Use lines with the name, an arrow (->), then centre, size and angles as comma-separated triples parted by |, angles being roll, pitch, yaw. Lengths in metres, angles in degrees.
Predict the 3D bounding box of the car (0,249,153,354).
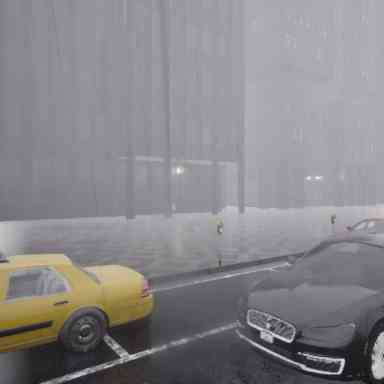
car -> -2.914, 1.525, 4.570 | 4.829, 1.417, 1.752 | 0, 0, -36

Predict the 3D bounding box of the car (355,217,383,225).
car -> 6.460, 1.548, 11.276 | 4.507, 1.381, 1.887 | 0, 0, -36

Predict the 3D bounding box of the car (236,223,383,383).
car -> 2.879, 1.506, 5.439 | 4.892, 1.490, 1.837 | 0, 0, -36
